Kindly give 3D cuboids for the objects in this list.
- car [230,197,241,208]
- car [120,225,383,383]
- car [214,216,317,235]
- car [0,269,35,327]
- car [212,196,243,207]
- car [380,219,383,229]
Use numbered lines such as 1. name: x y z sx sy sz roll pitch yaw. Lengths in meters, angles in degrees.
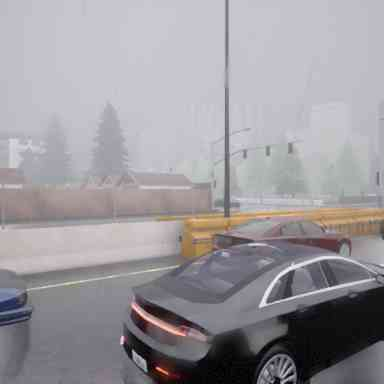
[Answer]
1. car: 4.662 1.592 46.106 1.895 1.301 4.718 0 0 -33
2. car: 1.437 1.490 4.782 4.902 1.511 2.128 0 0 -36
3. car: 2.888 1.475 10.123 5.008 1.535 1.882 0 0 -36
4. car: -5.123 1.548 4.385 5.357 1.411 2.033 0 0 -36
5. car: 5.402 1.482 51.349 2.128 1.511 4.902 0 0 -34
6. car: 10.764 1.501 15.770 4.892 1.490 1.837 0 0 -36
